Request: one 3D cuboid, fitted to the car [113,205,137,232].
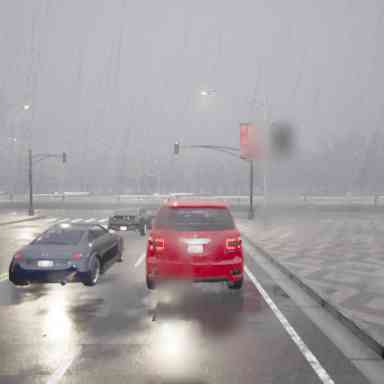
[{"bbox_3d":[-3.275,1.484,18.266,1.837,1.490,4.892,0,0,0],"label":"car"}]

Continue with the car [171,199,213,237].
[{"bbox_3d":[-0.025,1.330,18.813,2.097,1.767,4.553,0,0,0],"label":"car"}]

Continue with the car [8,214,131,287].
[{"bbox_3d":[-3.216,1.553,9.364,1.994,1.385,4.181,0,0,1],"label":"car"}]

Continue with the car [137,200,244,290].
[{"bbox_3d":[0.044,1.211,9.222,2.150,2.045,5.566,0,0,-1],"label":"car"}]
